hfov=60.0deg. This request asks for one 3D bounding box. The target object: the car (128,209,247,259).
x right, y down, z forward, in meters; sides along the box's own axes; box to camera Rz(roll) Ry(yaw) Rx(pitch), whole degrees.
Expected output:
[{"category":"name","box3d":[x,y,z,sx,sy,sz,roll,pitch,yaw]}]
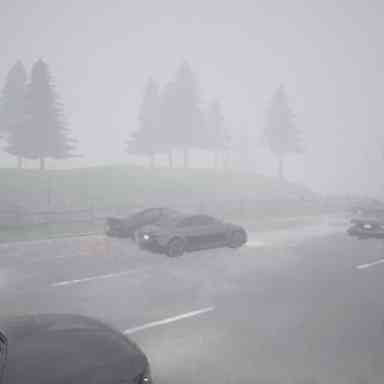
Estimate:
[{"category":"car","box3d":[0.075,1.473,12.395,4.181,1.385,1.994,-1,1,-35]}]

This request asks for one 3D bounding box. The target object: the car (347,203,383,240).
[{"category":"car","box3d":[8.867,1.349,14.367,5.357,1.411,2.033,-1,1,-35]}]

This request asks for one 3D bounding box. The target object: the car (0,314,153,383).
[{"category":"car","box3d":[-2.553,1.520,1.925,4.892,1.490,1.837,-1,1,-35]}]

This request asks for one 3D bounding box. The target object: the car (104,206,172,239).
[{"category":"car","box3d":[-1.563,1.380,15.526,5.008,1.535,1.882,-1,1,-35]}]

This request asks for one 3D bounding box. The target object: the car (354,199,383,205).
[{"category":"car","box3d":[14.889,1.242,27.281,4.718,1.301,1.895,-1,1,-36]}]
